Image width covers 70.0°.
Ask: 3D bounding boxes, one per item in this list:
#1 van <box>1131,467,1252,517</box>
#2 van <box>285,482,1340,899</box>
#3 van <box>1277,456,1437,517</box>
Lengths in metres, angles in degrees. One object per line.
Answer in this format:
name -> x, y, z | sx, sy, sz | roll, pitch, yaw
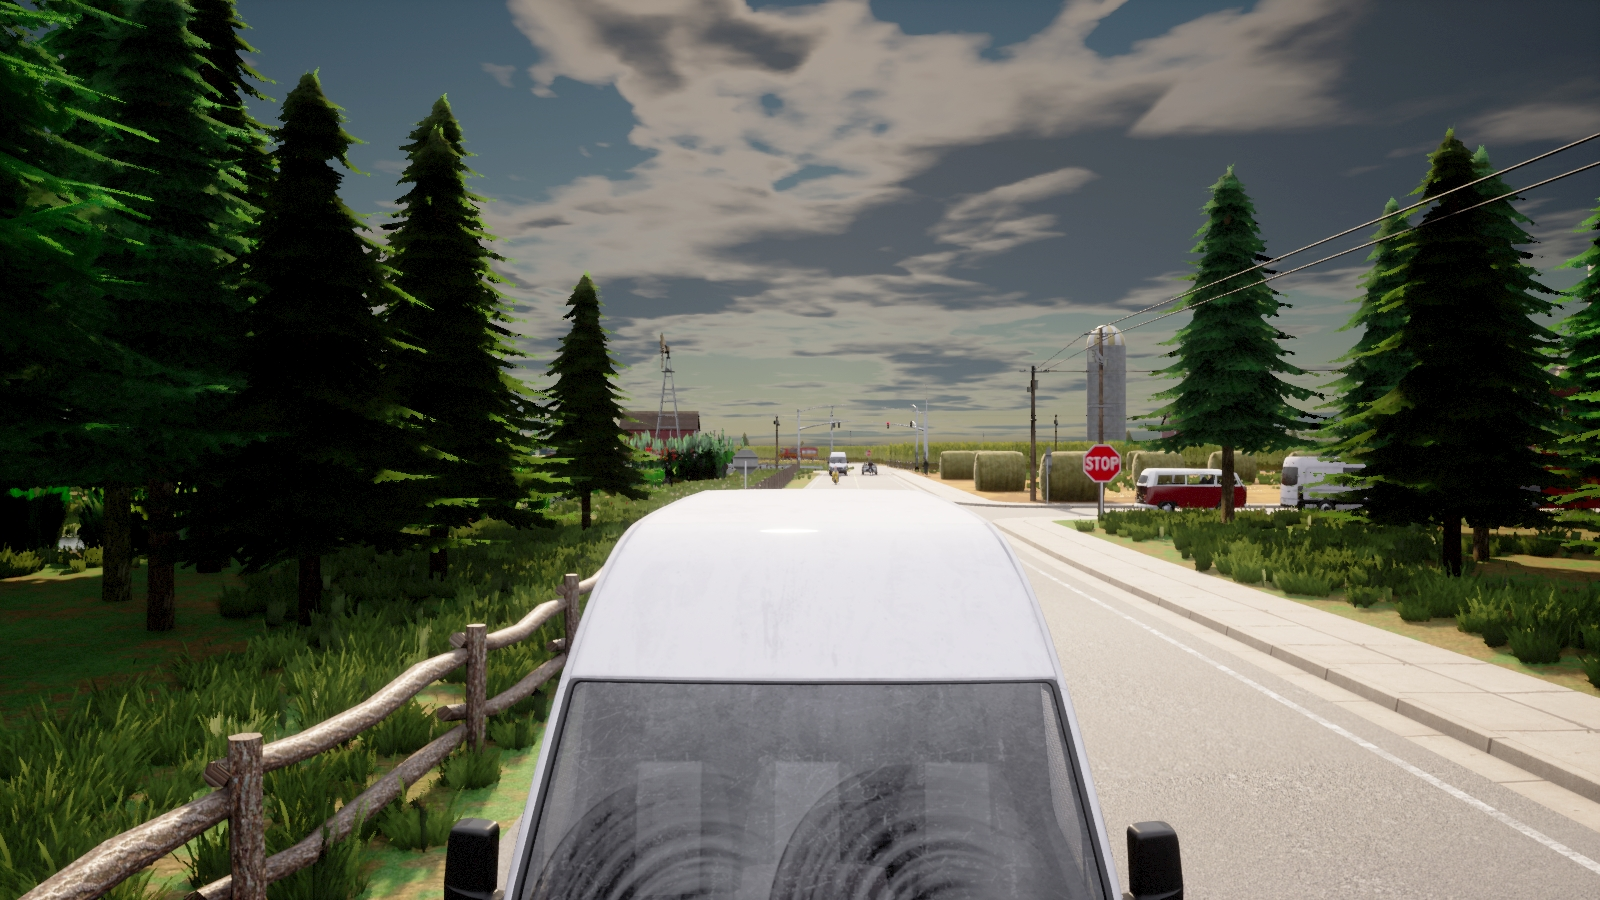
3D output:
van -> 16.767, 1.783, 49.041 | 4.480, 2.038, 2.069 | 0, 0, 0
van -> 0.056, 1.508, 5.110 | 1.988, 2.561, 5.915 | 0, 0, 1
van -> 23.869, 1.534, 49.092 | 5.915, 2.561, 1.988 | 0, 0, -1
